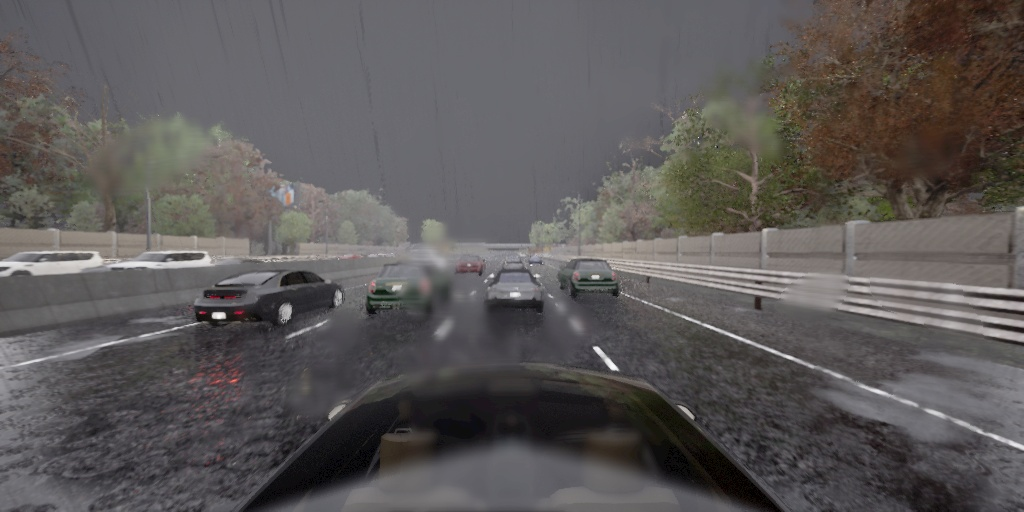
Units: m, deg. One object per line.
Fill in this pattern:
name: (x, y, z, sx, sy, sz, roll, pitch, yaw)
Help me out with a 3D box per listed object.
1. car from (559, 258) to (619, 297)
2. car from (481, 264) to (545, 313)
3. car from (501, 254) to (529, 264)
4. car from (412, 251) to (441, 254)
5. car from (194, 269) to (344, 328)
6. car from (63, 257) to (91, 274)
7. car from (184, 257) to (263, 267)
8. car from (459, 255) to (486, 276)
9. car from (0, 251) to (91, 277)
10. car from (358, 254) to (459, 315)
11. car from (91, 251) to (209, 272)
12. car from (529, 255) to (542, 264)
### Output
car: (3.504, 0.882, 17.134, 2.097, 1.767, 4.553, 0, 1, 0)
car: (0.104, 1.151, 13.210, 1.994, 1.385, 4.181, 0, 1, 0)
car: (0.113, 0.833, 30.813, 2.128, 1.511, 4.902, 0, 1, 0)
car: (-6.891, 0.573, 30.110, 2.150, 2.045, 5.566, 0, 1, 0)
car: (-6.897, 1.126, 10.872, 1.837, 1.490, 4.892, 0, 1, 0)
car: (-24.589, 0.942, 23.071, 2.128, 1.511, 4.902, 0, 1, 0)
car: (-17.590, 0.959, 22.823, 1.837, 1.490, 4.892, 0, 1, 0)
car: (-3.391, 0.697, 30.571, 2.097, 1.767, 4.553, 0, 1, 0)
car: (-28.092, 0.695, 21.488, 2.150, 2.045, 5.566, 0, 1, 0)
car: (-3.392, 0.946, 12.786, 2.097, 1.767, 4.553, 0, 1, 0)
car: (-21.091, 0.689, 21.774, 2.150, 2.045, 5.566, 0, 1, 0)
car: (3.519, 0.561, 55.832, 1.994, 1.385, 4.181, 0, 1, 0)
